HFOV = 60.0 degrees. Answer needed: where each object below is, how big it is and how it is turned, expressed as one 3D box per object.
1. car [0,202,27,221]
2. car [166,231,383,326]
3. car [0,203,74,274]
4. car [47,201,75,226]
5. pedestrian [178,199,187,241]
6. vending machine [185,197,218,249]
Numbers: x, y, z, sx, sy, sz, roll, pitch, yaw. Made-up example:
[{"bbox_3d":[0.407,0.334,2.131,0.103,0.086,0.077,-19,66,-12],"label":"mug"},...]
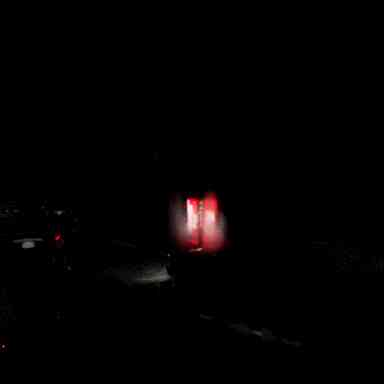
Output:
[{"bbox_3d":[-16.002,1.656,29.577,2.033,1.411,5.357,0,0,-23],"label":"car"},{"bbox_3d":[1.864,1.578,7.204,5.357,1.411,2.033,0,0,41],"label":"car"},{"bbox_3d":[-5.581,1.390,10.130,2.097,1.767,4.553,0,0,-41],"label":"car"},{"bbox_3d":[-9.685,1.442,23.944,2.097,1.767,4.553,0,0,-25],"label":"car"},{"bbox_3d":[-0.319,1.200,14.538,0.375,1.860,0.375,0,0,-39],"label":"pedestrian"},{"bbox_3d":[0.405,1.253,14.172,1.100,2.100,0.880,0,0,-40],"label":"vending machine"}]
